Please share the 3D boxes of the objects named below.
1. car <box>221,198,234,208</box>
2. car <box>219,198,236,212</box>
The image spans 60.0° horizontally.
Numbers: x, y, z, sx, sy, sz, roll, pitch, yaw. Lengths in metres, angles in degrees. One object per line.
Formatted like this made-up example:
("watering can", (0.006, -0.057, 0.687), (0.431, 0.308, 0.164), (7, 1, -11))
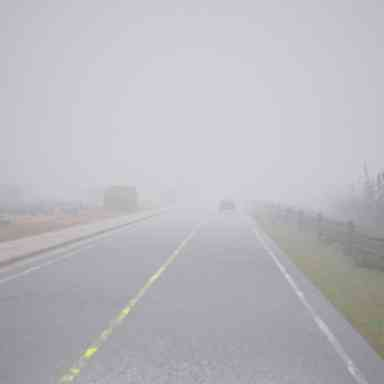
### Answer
("car", (5.404, 1.645, 50.476), (1.895, 1.301, 4.718), (1, 0, 6))
("car", (4.260, 1.513, 39.843), (1.882, 1.535, 5.008), (1, 0, 6))
